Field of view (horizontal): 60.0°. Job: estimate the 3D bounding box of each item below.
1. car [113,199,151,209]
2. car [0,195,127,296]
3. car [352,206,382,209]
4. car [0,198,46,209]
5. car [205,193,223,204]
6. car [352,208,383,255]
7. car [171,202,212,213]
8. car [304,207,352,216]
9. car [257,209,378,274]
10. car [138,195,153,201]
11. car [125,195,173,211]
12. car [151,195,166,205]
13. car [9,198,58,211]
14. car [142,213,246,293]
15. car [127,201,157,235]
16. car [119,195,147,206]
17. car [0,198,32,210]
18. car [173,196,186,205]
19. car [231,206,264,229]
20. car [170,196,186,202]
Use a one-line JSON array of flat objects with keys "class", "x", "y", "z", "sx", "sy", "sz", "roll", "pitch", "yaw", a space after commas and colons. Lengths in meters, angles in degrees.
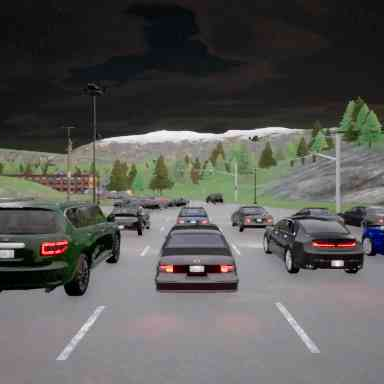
[{"class": "car", "x": -8.220, "y": 1.601, "z": 45.380, "sx": 4.718, "sy": 1.301, "sz": 1.895, "roll": 0, "pitch": 0, "yaw": -30}, {"class": "car", "x": -3.417, "y": 1.221, "z": 8.757, "sx": 2.150, "sy": 2.045, "sz": 5.566, "roll": 0, "pitch": 0, "yaw": 0}, {"class": "car", "x": 10.528, "y": 1.547, "z": 20.036, "sx": 2.033, "sy": 1.411, "sz": 5.357, "roll": 0, "pitch": 0, "yaw": -1}, {"class": "car", "x": -23.511, "y": 1.547, "z": 46.405, "sx": 5.357, "sy": 1.411, "sz": 2.033, "roll": 0, "pitch": 0, "yaw": -1}, {"class": "car", "x": 4.224, "y": 1.223, "z": 64.026, "sx": 2.150, "sy": 2.045, "sz": 5.566, "roll": 1, "pitch": 0, "yaw": -15}, {"class": "car", "x": 7.079, "y": 1.478, "z": 10.076, "sx": 1.882, "sy": 1.535, "sz": 5.008, "roll": 0, "pitch": 0, "yaw": 0}, {"class": "car", "x": 0.050, "y": 1.547, "z": 19.070, "sx": 2.033, "sy": 1.411, "sz": 5.357, "roll": 0, "pitch": 0, "yaw": 0}, {"class": "car", "x": 7.039, "y": 1.564, "z": 19.064, "sx": 1.994, "sy": 1.385, "sz": 4.181, "roll": 0, "pitch": 0, "yaw": 0}, {"class": "car", "x": 3.580, "y": 1.505, "z": 10.592, "sx": 1.837, "sy": 1.490, "sz": 4.892, "roll": 0, "pitch": 0, "yaw": 0}, {"class": "car", "x": -11.746, "y": 1.500, "z": 84.185, "sx": 1.837, "sy": 1.490, "sz": 4.892, "roll": 0, "pitch": 0, "yaw": -34}, {"class": "car", "x": -5.218, "y": 1.491, "z": 38.856, "sx": 4.902, "sy": 1.511, "sz": 2.128, "roll": 0, "pitch": 0, "yaw": -29}, {"class": "car", "x": -5.831, "y": 1.352, "z": 58.034, "sx": 2.097, "sy": 1.767, "sz": 4.553, "roll": -1, "pitch": 0, "yaw": 0}, {"class": "car", "x": -18.784, "y": 1.505, "z": 39.484, "sx": 4.892, "sy": 1.490, "sz": 1.837, "roll": 0, "pitch": 0, "yaw": -1}, {"class": "car", "x": 0.085, "y": 1.547, "z": 9.000, "sx": 2.033, "sy": 1.411, "sz": 5.357, "roll": 0, "pitch": 0, "yaw": 0}, {"class": "car", "x": -3.453, "y": 1.492, "z": 18.611, "sx": 2.128, "sy": 1.511, "sz": 4.902, "roll": 0, "pitch": 0, "yaw": 0}, {"class": "car", "x": -9.777, "y": 1.351, "z": 55.306, "sx": 2.097, "sy": 1.767, "sz": 4.553, "roll": -1, "pitch": 0, "yaw": 28}, {"class": "car", "x": -23.360, "y": 1.525, "z": 42.905, "sx": 4.674, "sy": 1.442, "sz": 1.812, "roll": 0, "pitch": 0, "yaw": -1}, {"class": "car", "x": -2.361, "y": 1.601, "z": 46.001, "sx": 1.895, "sy": 1.301, "sz": 4.718, "roll": 0, "pitch": 0, "yaw": 36}, {"class": "car", "x": 3.527, "y": 1.547, "z": 20.085, "sx": 2.033, "sy": 1.411, "sz": 5.357, "roll": 0, "pitch": 0, "yaw": -1}, {"class": "car", "x": -3.180, "y": 1.596, "z": 74.788, "sx": 1.895, "sy": 1.301, "sz": 4.718, "roll": 0, "pitch": 0, "yaw": -23}]
